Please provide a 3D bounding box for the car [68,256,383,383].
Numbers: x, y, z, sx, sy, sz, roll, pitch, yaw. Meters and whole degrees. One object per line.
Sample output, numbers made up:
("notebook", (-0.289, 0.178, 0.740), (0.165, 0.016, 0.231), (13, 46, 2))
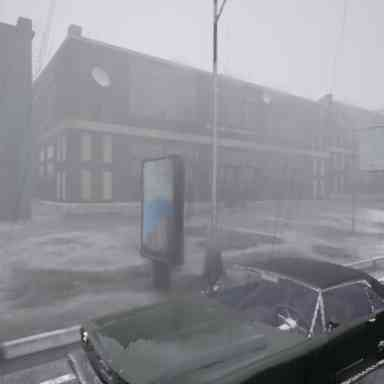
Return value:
("car", (1.059, 1.600, 4.123), (4.718, 1.301, 1.895), (0, 0, -35))
